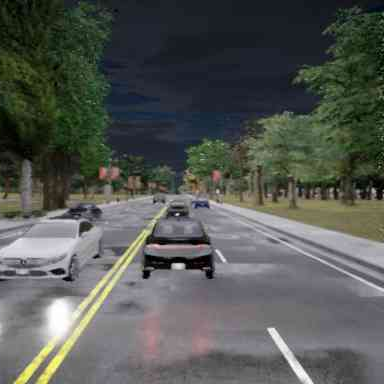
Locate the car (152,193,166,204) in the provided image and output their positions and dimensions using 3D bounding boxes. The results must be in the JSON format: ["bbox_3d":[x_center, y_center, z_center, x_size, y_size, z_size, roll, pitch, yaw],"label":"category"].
[{"bbox_3d":[-5.987,1.155,61.061,2.150,2.045,5.566,1,0,-2],"label":"car"}]

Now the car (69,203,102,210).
[{"bbox_3d":[-7.720,1.485,23.820,1.994,1.385,4.181,1,0,-2],"label":"car"}]

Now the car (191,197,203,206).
[{"bbox_3d":[0.754,1.539,56.059,1.812,1.442,4.674,1,0,-2],"label":"car"}]

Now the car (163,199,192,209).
[{"bbox_3d":[-1.208,1.492,28.229,1.837,1.490,4.892,1,0,-3],"label":"car"}]

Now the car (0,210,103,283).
[{"bbox_3d":[-3.856,1.486,9.706,1.812,1.442,4.674,1,0,-3],"label":"car"}]

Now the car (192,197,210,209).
[{"bbox_3d":[1.312,1.492,45.132,1.882,1.535,5.008,1,0,-2],"label":"car"}]

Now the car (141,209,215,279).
[{"bbox_3d":[-0.416,1.486,10.032,2.128,1.511,4.902,1,0,-2],"label":"car"}]
